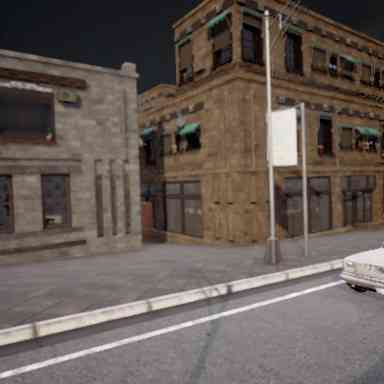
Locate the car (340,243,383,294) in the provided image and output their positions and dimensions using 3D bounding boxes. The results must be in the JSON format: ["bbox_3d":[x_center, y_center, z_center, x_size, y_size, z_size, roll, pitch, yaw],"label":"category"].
[{"bbox_3d":[5.475,1.599,7.639,4.718,1.301,1.895,0,0,-35],"label":"car"}]
